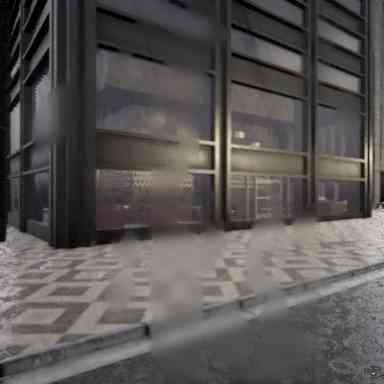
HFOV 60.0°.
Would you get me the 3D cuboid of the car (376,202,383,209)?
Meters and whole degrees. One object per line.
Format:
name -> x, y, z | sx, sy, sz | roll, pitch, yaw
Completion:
car -> 26.062, 1.552, 42.562 | 1.887, 1.381, 4.507 | 0, 0, -36
